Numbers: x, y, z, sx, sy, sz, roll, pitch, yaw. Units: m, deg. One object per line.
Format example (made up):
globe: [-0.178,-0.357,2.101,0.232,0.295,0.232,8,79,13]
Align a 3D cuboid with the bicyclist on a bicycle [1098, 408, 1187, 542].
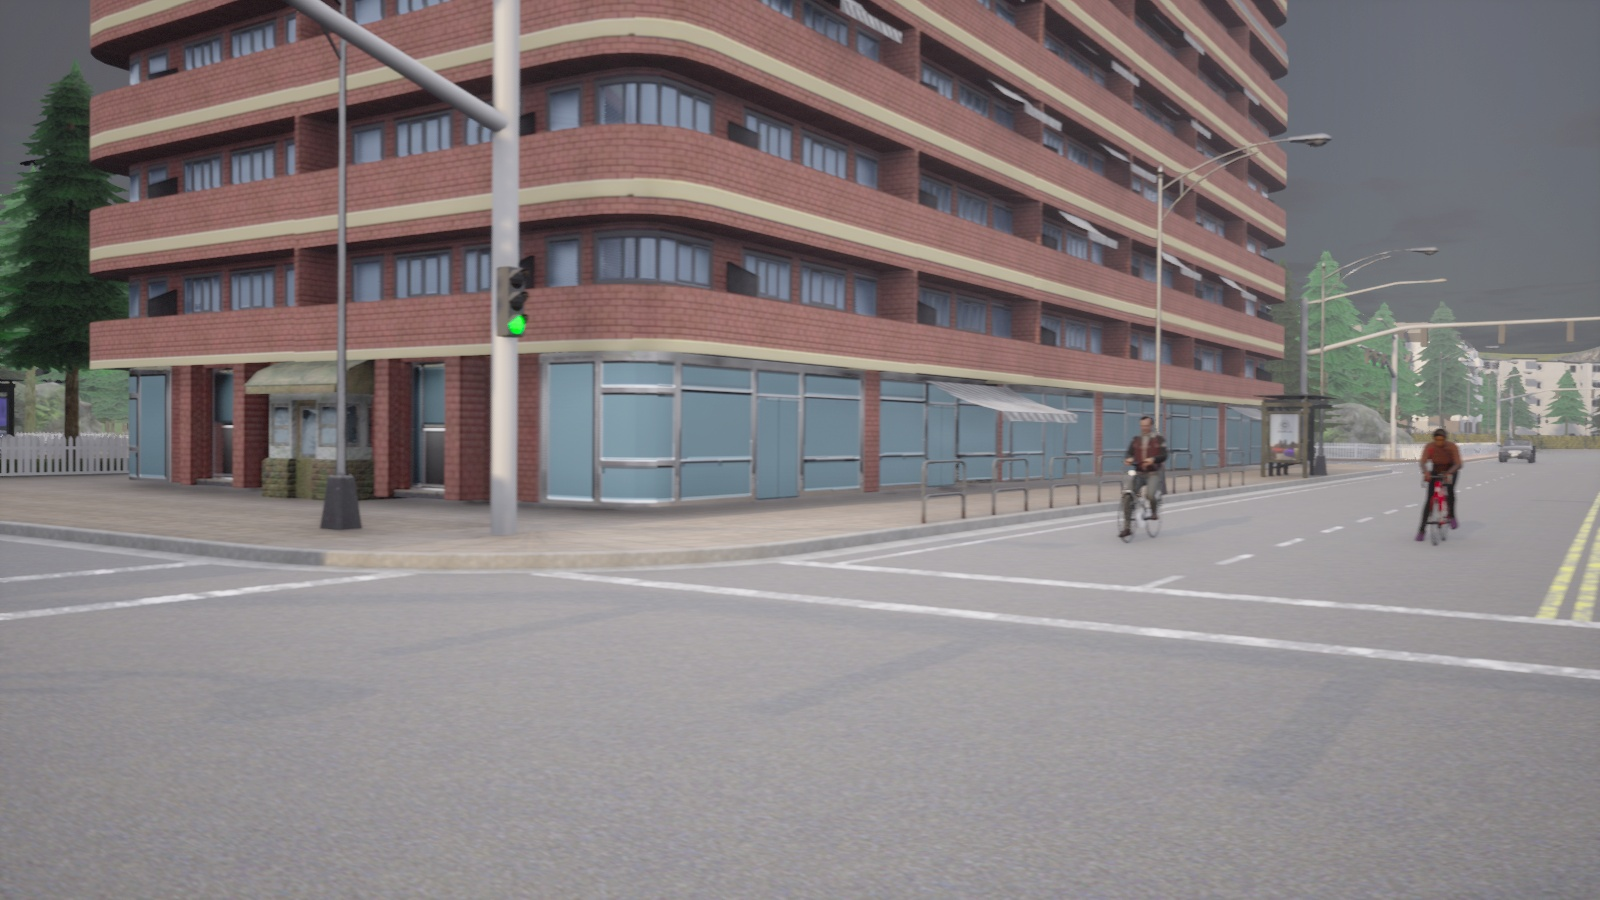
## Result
bicyclist on a bicycle: [4.815,0.319,17.562,0.659,1.776,1.843,0,1,33]

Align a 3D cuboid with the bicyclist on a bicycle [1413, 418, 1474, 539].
bicyclist on a bicycle: [9.044,0.362,17.627,0.582,1.620,1.656,0,1,33]

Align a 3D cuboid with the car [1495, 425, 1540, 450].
car: [45.211,-0.801,79.070,2.128,1.511,4.902,0,1,33]
